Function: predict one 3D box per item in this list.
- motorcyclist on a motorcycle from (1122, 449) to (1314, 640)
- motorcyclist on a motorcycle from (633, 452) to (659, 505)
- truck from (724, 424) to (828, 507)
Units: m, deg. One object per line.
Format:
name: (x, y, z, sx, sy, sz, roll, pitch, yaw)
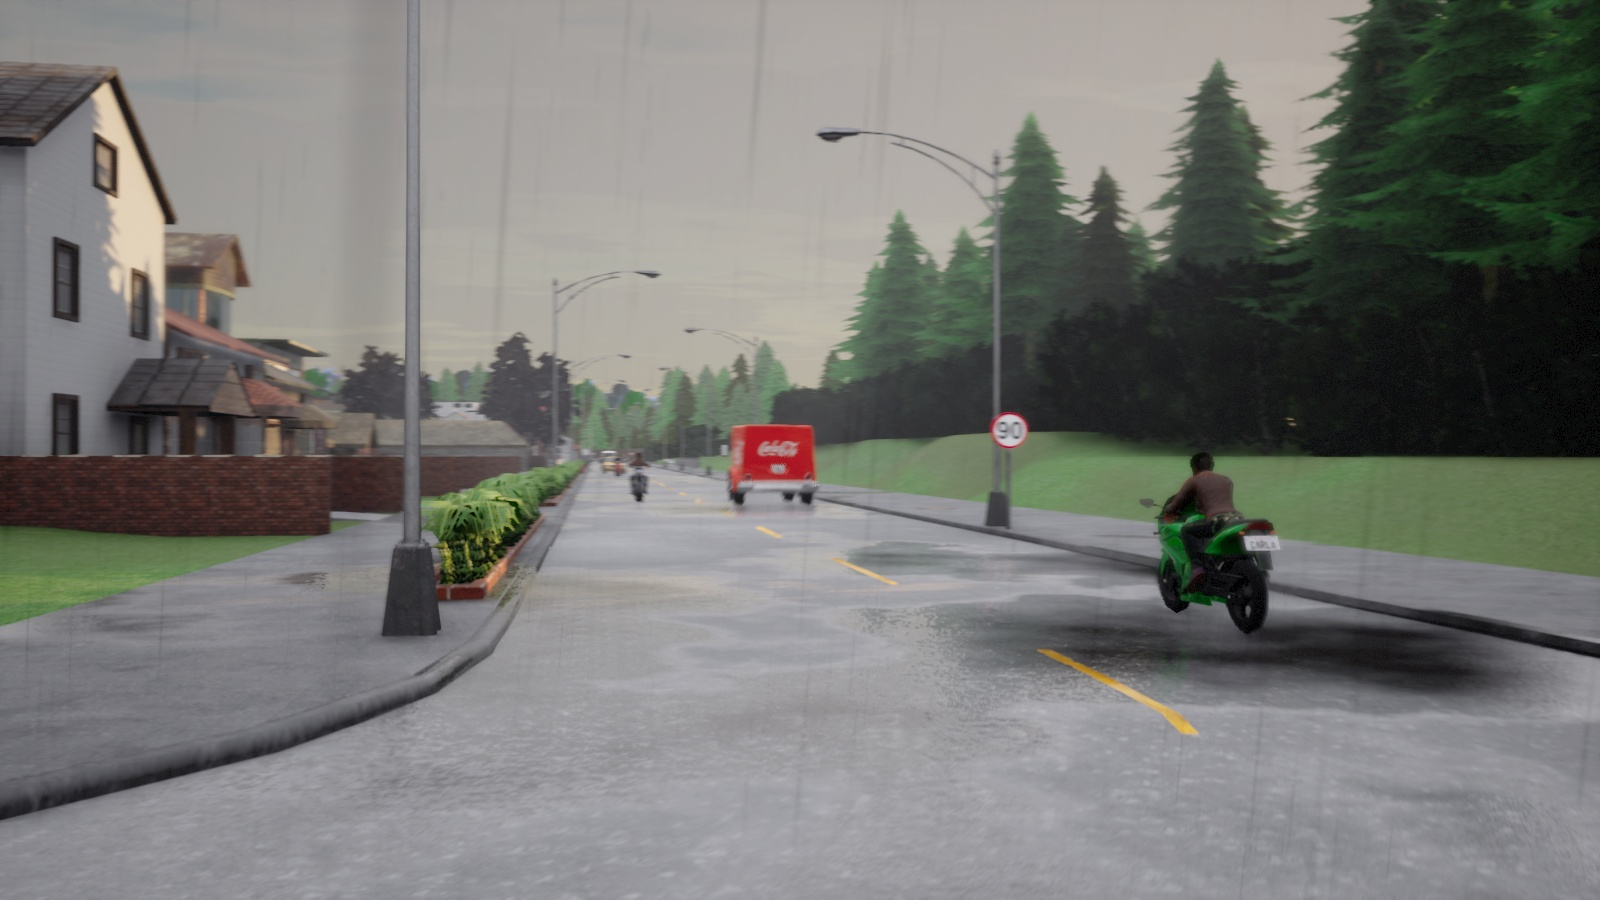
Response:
motorcyclist on a motorcycle: (3.639, 0.765, 11.149, 0.797, 1.523, 2.044, -1, 0, -7)
motorcyclist on a motorcycle: (-5.033, 0.908, 40.947, 0.766, 1.649, 2.350, 0, 0, -9)
truck: (-0.866, 0.455, 40.161, 2.627, 2.467, 5.204, 0, 0, -9)
